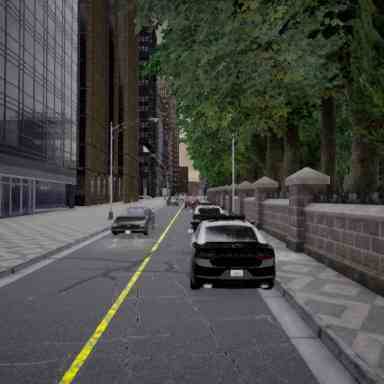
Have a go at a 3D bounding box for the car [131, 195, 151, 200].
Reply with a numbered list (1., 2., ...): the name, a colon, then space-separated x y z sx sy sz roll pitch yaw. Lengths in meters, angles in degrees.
1. car: -14.611 1.582 93.534 4.403 1.369 2.008 0 -1 0

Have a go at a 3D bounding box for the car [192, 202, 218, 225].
1. car: 0.908 1.530 25.167 1.812 1.442 4.674 0 0 0

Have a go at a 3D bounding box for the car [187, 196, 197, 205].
1. car: 0.019 1.562 61.411 1.812 1.442 4.674 0 0 0

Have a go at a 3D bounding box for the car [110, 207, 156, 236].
1. car: -3.094 1.550 18.709 2.033 1.411 5.357 0 0 0

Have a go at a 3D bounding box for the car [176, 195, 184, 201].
1. car: -2.975 1.584 84.643 1.837 1.490 4.892 0 -1 0

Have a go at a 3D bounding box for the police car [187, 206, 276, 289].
1. police car: 0.903 1.427 9.273 1.930 1.638 5.238 0 0 0

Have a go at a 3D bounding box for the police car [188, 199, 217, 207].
1. police car: 0.906 1.428 19.275 1.930 1.638 5.238 0 0 0

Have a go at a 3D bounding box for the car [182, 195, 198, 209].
1. car: 0.049 1.370 46.657 2.097 1.767 4.553 0 0 1

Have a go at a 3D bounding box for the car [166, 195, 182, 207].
1. car: -3.079 1.530 53.178 1.837 1.490 4.892 0 0 0
